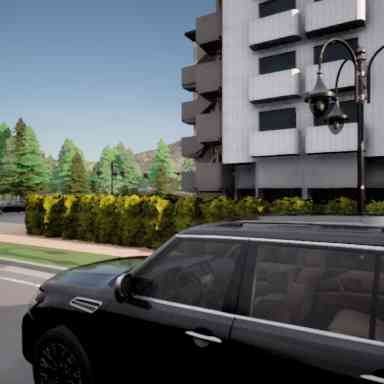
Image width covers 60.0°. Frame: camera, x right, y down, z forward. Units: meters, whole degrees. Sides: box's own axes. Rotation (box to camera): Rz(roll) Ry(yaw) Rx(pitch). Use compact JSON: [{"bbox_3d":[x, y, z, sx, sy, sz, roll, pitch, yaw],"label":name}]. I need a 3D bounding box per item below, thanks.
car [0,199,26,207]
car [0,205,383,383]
[{"bbox_3d":[-18.192,1.490,33.490,2.128,1.511,4.902,0,0,33],"label":"car"},{"bbox_3d":[0.743,1.221,3.139,5.566,2.045,2.150,0,0,34],"label":"car"}]
